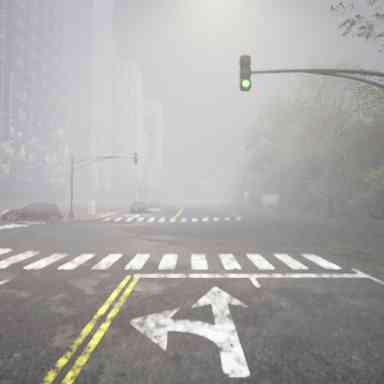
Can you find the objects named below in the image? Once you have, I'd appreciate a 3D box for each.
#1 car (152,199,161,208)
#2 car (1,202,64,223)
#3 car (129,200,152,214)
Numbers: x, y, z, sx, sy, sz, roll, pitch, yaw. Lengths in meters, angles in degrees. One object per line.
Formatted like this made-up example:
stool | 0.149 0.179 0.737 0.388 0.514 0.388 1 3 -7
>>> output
car | -6.474 2.040 58.702 2.128 1.511 4.902 0 -1 0
car | -12.802 1.615 26.944 4.553 1.767 2.097 2 -3 -20
car | -6.482 1.888 41.005 1.837 1.490 4.892 0 0 0
